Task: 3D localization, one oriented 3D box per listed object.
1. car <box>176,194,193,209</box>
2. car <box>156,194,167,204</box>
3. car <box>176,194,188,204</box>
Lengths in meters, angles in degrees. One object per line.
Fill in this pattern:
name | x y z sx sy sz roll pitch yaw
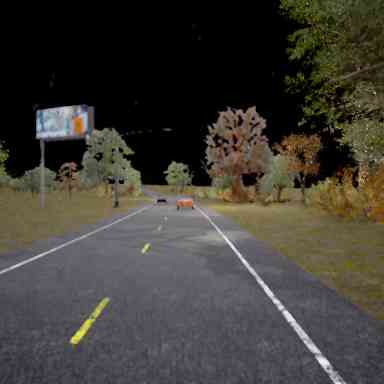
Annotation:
car | -0.934 1.271 44.143 2.097 1.767 4.553 0 0 -3
car | -5.427 1.479 60.358 1.895 1.301 4.718 0 0 -3
car | -1.955 1.218 62.822 2.097 1.767 4.553 0 0 -4
